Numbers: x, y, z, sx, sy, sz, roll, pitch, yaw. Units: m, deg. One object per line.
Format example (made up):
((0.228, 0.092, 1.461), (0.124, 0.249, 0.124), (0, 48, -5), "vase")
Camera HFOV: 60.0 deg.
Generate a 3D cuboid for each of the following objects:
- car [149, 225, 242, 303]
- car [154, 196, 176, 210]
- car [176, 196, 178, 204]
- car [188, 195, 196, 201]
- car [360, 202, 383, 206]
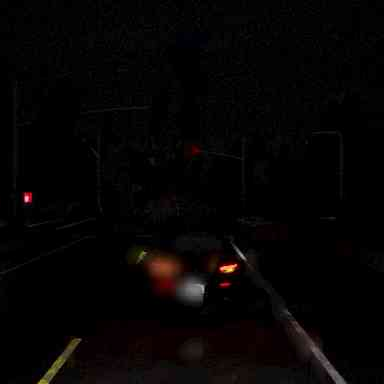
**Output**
((0.080, 1.526, 8.092), (1.812, 1.442, 4.674), (0, 0, 0), "car")
((-3.555, 1.352, 42.389), (2.097, 1.767, 4.553), (0, 0, 2), "car")
((-3.548, 1.526, 52.222), (1.812, 1.442, 4.674), (0, 0, 0), "car")
((0.069, 1.525, 80.886), (2.128, 1.511, 4.902), (0, 0, 0), "car")
((15.563, 1.528, 28.655), (5.357, 1.411, 2.033), (0, 0, -6), "car")
